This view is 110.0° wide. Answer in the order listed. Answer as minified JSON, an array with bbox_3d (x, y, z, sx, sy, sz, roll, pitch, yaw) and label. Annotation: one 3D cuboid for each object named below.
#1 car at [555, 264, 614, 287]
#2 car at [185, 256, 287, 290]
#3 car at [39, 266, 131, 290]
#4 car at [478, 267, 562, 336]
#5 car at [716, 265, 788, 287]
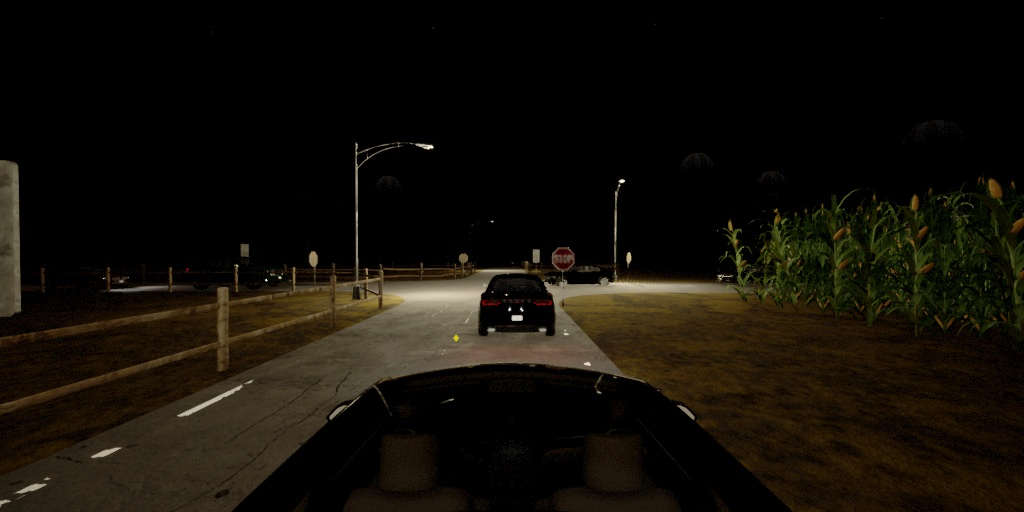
[{"bbox_3d":[4.547,1.314,24.640,5.008,1.535,1.882,0,0,-17],"label":"car"},{"bbox_3d":[-17.703,1.044,23.093,5.566,2.045,2.150,0,1,0],"label":"car"},{"bbox_3d":[-27.533,1.377,23.158,4.674,1.442,1.812,0,1,0],"label":"car"},{"bbox_3d":[0.119,1.235,10.456,1.882,1.535,5.008,0,0,0],"label":"car"},{"bbox_3d":[17.408,1.404,25.834,4.902,1.511,2.128,1,1,0],"label":"car"}]
